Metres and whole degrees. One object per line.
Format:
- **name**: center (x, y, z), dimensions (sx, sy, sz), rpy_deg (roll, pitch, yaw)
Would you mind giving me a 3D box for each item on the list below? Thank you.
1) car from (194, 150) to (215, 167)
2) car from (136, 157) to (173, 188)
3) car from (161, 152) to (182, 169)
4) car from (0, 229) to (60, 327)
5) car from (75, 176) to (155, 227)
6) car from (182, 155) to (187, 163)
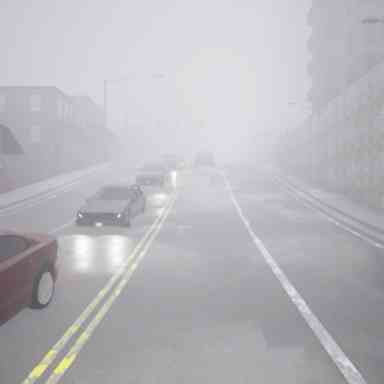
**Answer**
- **car**: center (1.359, -3.742, 36.136), dimensions (2.097, 1.767, 4.553), rpy_deg (0, 9, 2)
- **car**: center (-2.771, -1.362, 24.010), dimensions (1.882, 1.535, 5.008), rpy_deg (0, 11, 2)
- **car**: center (-2.359, -3.247, 34.220), dimensions (1.837, 1.490, 4.892), rpy_deg (0, 11, 2)
- **car**: center (-3.496, 1.290, 4.287), dimensions (1.882, 1.535, 5.008), rpy_deg (0, 3, 2)
- **car**: center (-3.140, 0.393, 14.169), dimensions (2.033, 1.411, 5.357), rpy_deg (0, 8, 2)
- **car**: center (-1.789, -4.761, 48.841), dimensions (2.128, 1.511, 4.902), rpy_deg (0, 3, 2)
